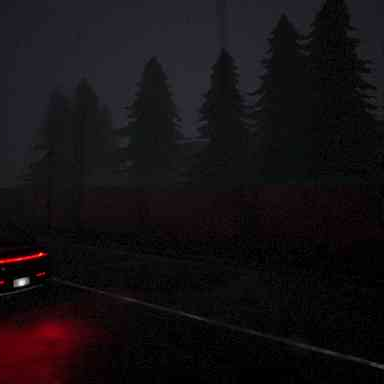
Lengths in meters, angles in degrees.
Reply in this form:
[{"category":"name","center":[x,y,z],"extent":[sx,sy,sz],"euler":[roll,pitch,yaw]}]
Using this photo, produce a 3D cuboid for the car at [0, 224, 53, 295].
[{"category":"car","center":[-5.193,1.501,7.693],"extent":[4.892,1.490,1.837],"euler":[-1,-1,35]}]
